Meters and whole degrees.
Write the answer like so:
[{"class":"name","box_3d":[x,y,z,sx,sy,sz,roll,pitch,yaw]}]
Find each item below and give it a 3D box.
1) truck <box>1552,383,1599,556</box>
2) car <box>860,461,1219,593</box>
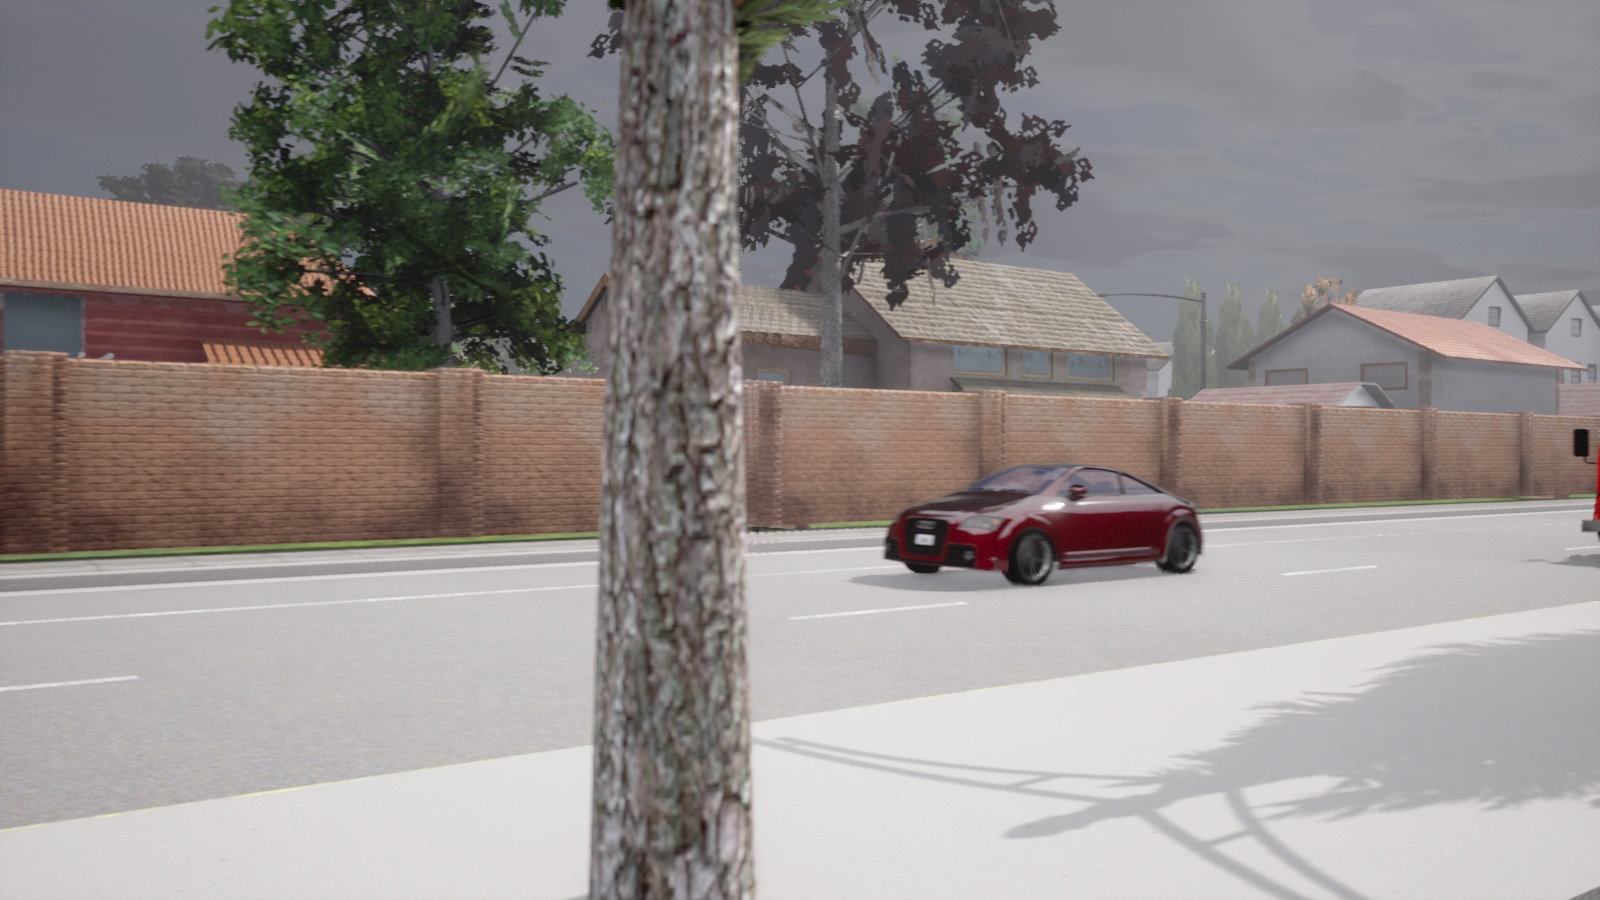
[{"class":"truck","box_3d":[13.932,0.275,18.839,5.204,2.467,2.627,0,0,-35]},{"class":"car","box_3d":[3.005,0.840,15.496,4.181,1.385,1.994,0,0,-35]}]
